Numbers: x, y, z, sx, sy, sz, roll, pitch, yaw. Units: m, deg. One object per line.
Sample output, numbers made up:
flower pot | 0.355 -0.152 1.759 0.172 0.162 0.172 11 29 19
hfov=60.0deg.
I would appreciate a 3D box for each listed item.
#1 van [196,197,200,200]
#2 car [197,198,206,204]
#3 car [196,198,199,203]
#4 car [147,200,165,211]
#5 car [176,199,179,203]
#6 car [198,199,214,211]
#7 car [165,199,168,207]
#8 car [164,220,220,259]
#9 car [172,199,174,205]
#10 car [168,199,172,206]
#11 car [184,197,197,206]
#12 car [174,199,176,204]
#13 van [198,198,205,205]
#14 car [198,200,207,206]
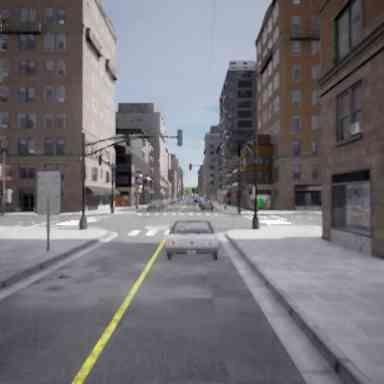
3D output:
van | 2.346 2.205 72.749 1.690 1.788 3.998 0 -1 0
car | 2.336 2.304 61.726 1.802 1.307 4.206 0 -1 0
car | 2.340 2.358 67.236 1.947 1.339 4.313 0 -1 0
car | -5.700 2.025 50.714 1.967 1.590 4.097 0 -1 0
car | -5.659 2.711 94.795 2.008 1.369 4.403 0 -1 0
car | 2.325 2.151 50.704 1.947 1.339 4.313 0 -1 0
car | -5.694 2.093 56.224 1.967 1.590 4.097 0 -1 0
car | 0.019 1.744 13.244 1.895 1.301 4.718 0 -1 1
car | -5.679 2.415 72.754 2.008 1.369 4.403 0 -1 0
car | -5.684 2.374 67.243 1.802 1.307 4.206 0 -1 0
car | -0.286 2.463 77.852 2.033 1.411 5.357 0 -1 0
car | -5.669 2.451 83.776 1.967 1.590 4.097 0 -1 0
van | 2.356 2.352 83.770 1.690 1.788 3.998 0 -1 0
car | 2.351 2.487 78.257 2.008 1.369 4.403 0 -1 0
